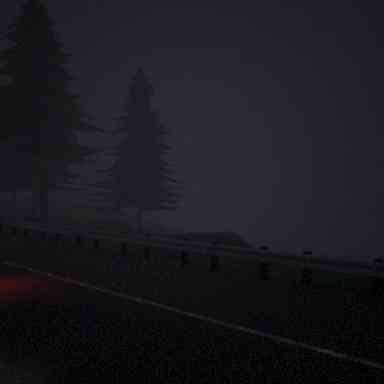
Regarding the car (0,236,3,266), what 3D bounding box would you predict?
[{"bbox_3d":[-7.232,1.408,9.375,5.008,1.535,1.882,1,1,37],"label":"car"}]
